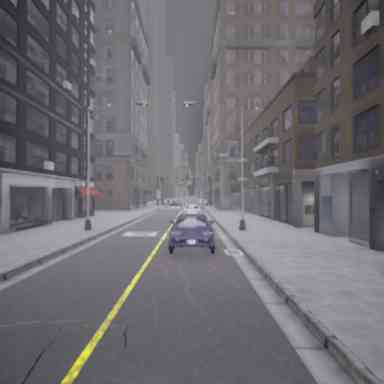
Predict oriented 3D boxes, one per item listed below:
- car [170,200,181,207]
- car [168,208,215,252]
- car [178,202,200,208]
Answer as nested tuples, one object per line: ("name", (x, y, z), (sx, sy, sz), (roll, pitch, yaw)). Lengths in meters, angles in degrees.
("car", (-3.013, 2.159, 63.439), (1.994, 1.385, 4.181), (0, -1, 0))
("car", (0.005, 1.660, 14.369), (1.812, 1.442, 4.674), (0, 0, 0))
("car", (0.002, 1.800, 29.362), (1.812, 1.442, 4.674), (0, 0, 0))
